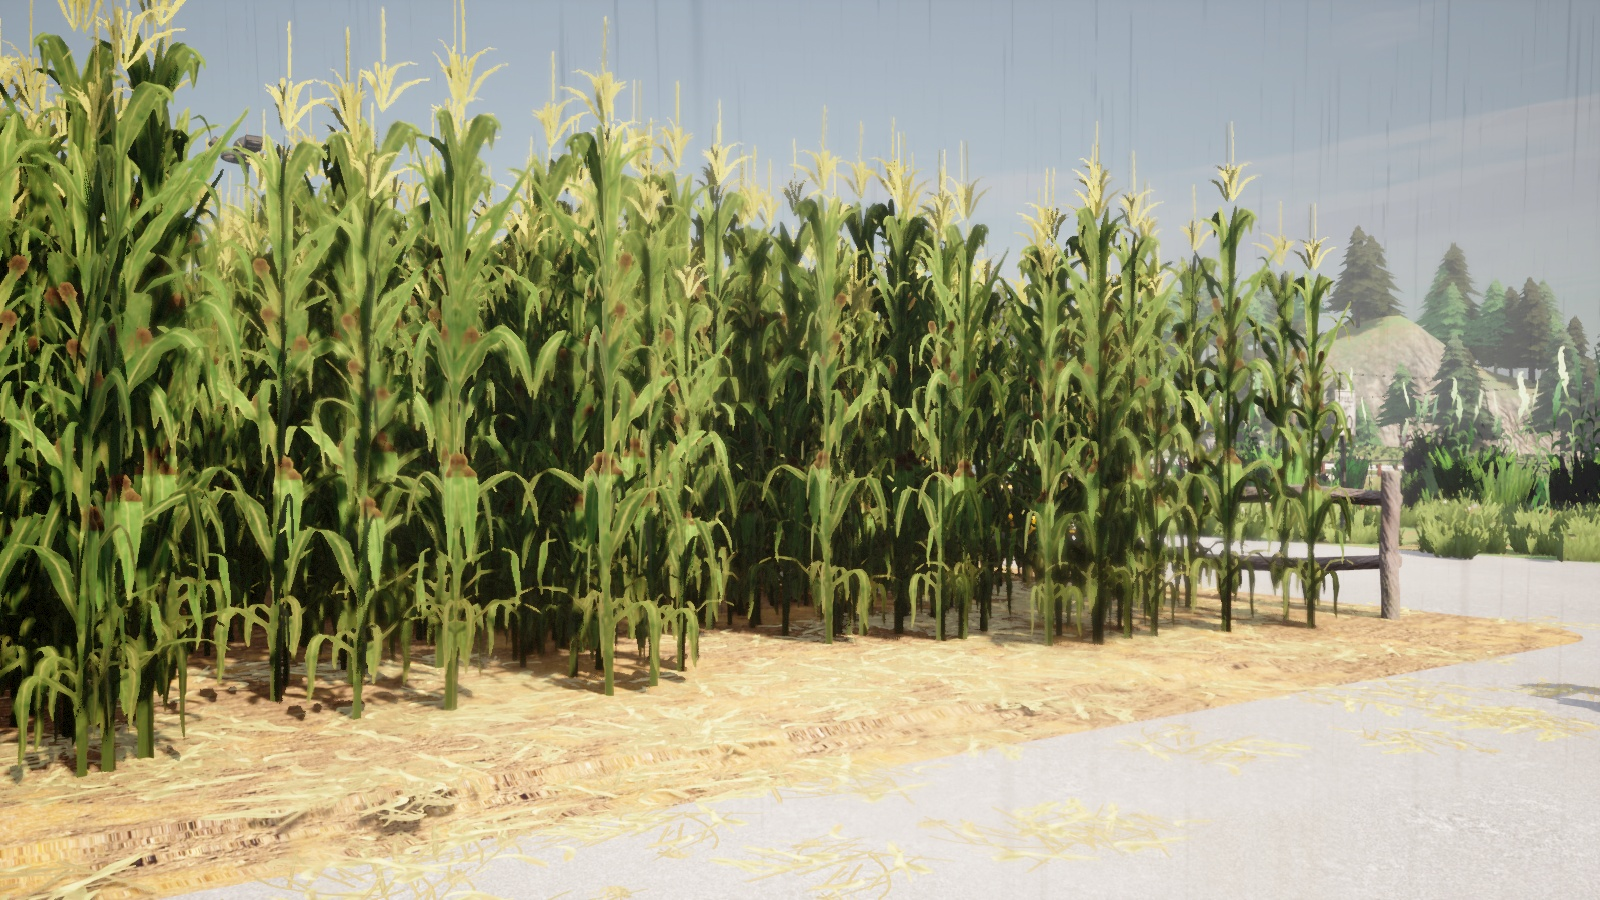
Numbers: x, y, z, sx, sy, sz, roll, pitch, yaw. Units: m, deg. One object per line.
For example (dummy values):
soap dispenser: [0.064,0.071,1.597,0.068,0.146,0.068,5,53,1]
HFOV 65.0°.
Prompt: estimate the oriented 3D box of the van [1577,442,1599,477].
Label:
van: [48.506,0.549,73.728,2.069,2.038,4.480,0,0,-29]

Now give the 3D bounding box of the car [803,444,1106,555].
car: [2.327,0.733,20.624,1.801,1.575,5.366,0,-1,-35]
